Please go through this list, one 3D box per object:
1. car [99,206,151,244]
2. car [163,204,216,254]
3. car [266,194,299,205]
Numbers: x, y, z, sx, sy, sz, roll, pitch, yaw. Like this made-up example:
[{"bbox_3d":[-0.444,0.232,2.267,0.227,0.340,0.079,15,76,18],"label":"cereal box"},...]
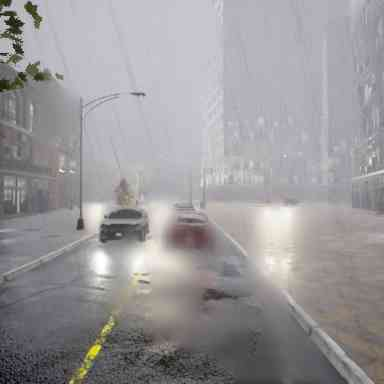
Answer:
[{"bbox_3d":[-3.103,1.479,16.185,1.882,1.535,5.008,0,0,-2],"label":"car"},{"bbox_3d":[-0.143,1.480,13.516,1.882,1.535,5.008,0,0,-1],"label":"car"},{"bbox_3d":[13.966,1.200,51.548,5.009,1.841,2.192,0,-1,15],"label":"car"}]
